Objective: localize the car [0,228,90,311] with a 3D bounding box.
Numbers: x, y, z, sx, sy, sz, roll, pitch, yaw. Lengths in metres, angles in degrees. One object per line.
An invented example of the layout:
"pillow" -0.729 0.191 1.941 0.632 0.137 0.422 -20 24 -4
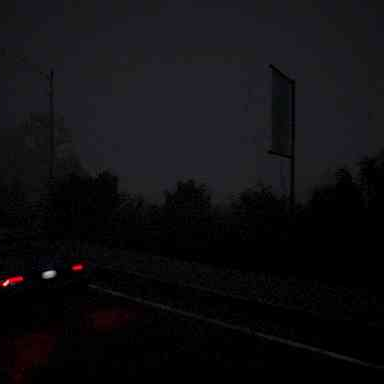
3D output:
"car" -4.543 1.558 7.667 5.357 1.411 2.033 0 0 39
